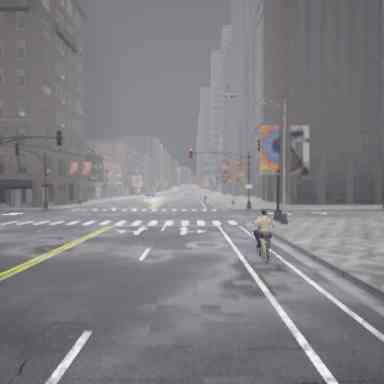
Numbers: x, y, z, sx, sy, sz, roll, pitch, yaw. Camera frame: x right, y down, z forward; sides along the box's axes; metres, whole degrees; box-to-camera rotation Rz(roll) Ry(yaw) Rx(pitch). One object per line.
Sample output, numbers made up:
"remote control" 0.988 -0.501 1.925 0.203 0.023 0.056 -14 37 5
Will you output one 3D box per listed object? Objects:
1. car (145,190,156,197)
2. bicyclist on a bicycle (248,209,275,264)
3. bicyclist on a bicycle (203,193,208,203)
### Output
"car" -9.741 0.299 77.804 2.097 1.767 4.553 0 1 0
"bicyclist on a bicycle" 2.226 1.338 10.443 0.866 1.612 1.509 0 1 0
"bicyclist on a bicycle" 2.231 0.968 54.585 0.866 1.612 1.509 0 0 0
